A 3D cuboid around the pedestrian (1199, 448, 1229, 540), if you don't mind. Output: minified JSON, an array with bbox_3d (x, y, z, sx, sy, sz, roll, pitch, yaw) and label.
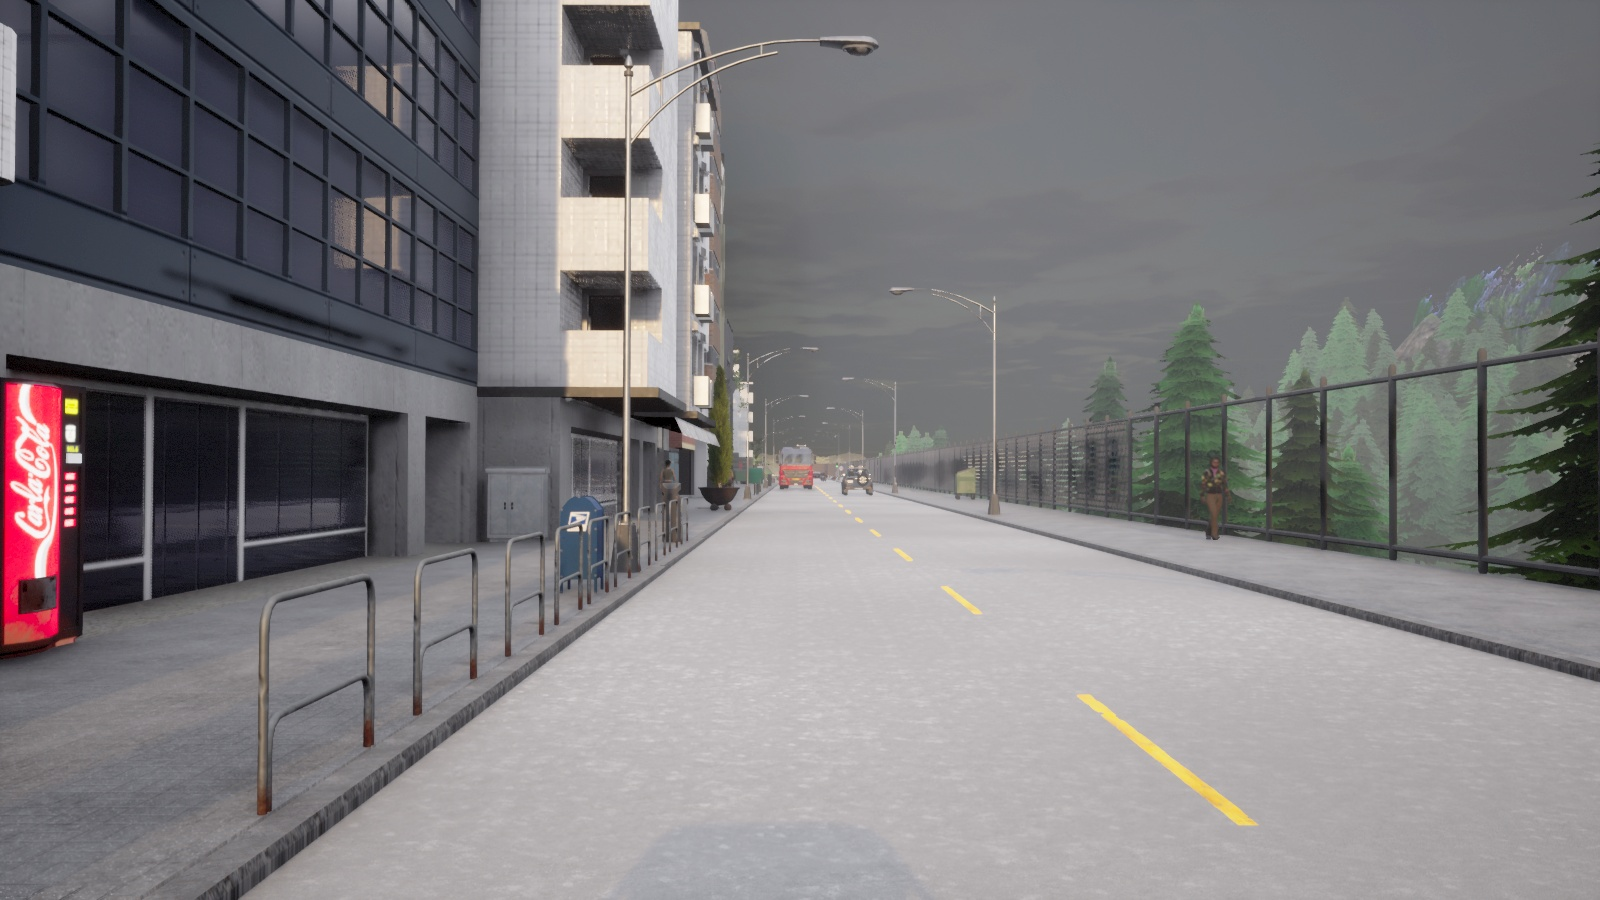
[{"bbox_3d":[8.851,0.939,26.861,0.395,1.930,0.692,0,-1,1],"label":"pedestrian"}]

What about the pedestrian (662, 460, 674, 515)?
[{"bbox_3d":[-4.420,1.246,42.009,0.345,1.836,0.594,0,-1,0],"label":"pedestrian"}]

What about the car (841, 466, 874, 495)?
[{"bbox_3d":[3.757,2.001,82.705,1.932,1.855,4.605,0,-1,0],"label":"car"}]
